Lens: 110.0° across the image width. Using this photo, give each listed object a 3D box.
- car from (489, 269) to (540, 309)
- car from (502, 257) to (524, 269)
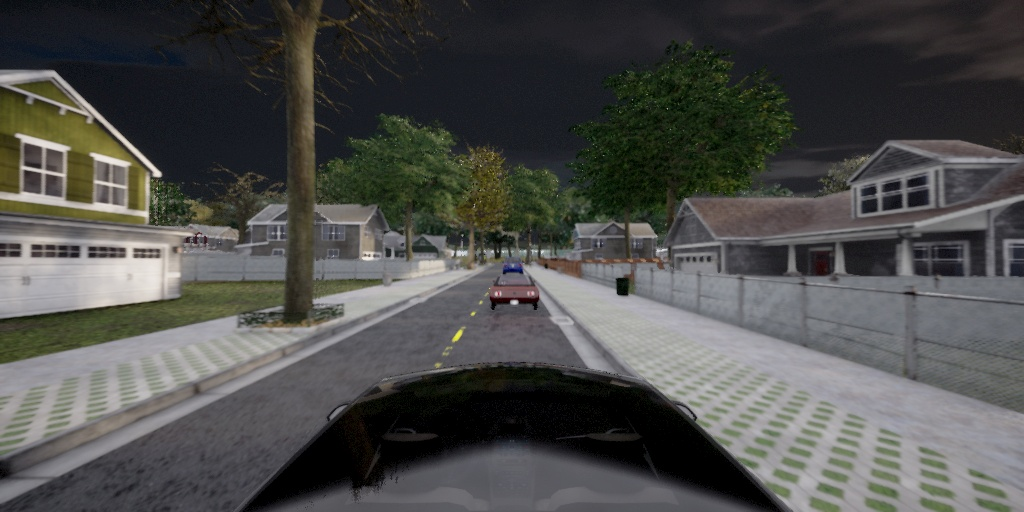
[{"bbox_3d":[0.096,1.417,15.297,1.895,1.301,4.718,0,0,0],"label":"car"},{"bbox_3d":[0.095,1.116,38.738,2.150,2.045,5.566,0,0,0],"label":"car"}]
